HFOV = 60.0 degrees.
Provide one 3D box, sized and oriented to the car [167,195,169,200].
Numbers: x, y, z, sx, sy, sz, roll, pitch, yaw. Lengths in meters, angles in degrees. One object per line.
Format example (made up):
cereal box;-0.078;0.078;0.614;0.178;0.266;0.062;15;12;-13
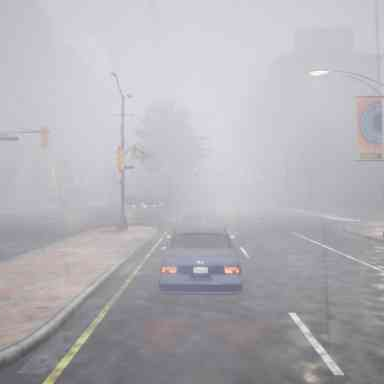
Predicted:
car;-6.618;1.525;76.487;2.128;1.511;4.902;0;0;1

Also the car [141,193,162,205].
car;-7.037;1.352;57.941;2.097;1.767;4.553;0;0;1

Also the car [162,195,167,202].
car;-6.824;1.352;66.713;2.097;1.767;4.553;0;0;1

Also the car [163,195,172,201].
car;-6.434;1.478;86.581;1.882;1.535;5.008;0;0;1

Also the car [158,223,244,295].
car;0.225;1.547;8.891;2.033;1.411;5.357;0;0;1

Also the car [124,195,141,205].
car;-10.537;1.352;57.817;2.097;1.767;4.553;0;0;1

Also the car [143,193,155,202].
car;-10.079;1.225;78.678;2.150;2.045;5.566;0;0;1

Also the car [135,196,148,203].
car;-10.281;1.505;67.992;1.837;1.490;4.892;0;0;1

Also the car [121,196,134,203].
car;-13.491;1.595;69.781;1.895;1.301;4.718;0;0;1
